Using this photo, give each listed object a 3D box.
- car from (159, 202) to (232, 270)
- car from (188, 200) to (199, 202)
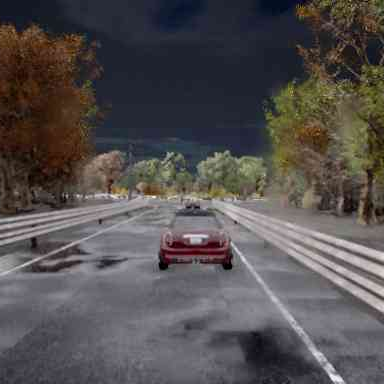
[{"bbox_3d":[0.106,1.391,11.382,2.097,1.767,4.553,0,0,0],"label":"car"},{"bbox_3d":[0.181,1.747,45.419,1.895,1.301,4.718,0,-1,1],"label":"car"}]
